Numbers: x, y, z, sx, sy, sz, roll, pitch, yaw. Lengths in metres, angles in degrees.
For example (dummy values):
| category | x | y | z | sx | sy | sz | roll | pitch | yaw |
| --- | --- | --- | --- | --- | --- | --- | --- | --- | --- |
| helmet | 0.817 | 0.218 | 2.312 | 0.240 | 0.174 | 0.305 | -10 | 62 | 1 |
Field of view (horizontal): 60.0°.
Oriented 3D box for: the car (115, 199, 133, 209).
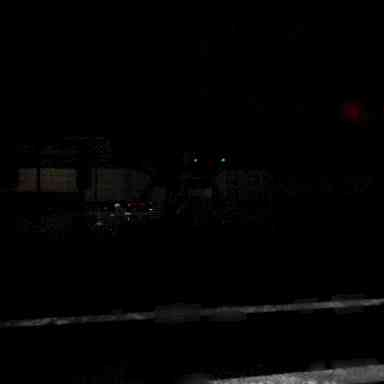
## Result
| category | x | y | z | sx | sy | sz | roll | pitch | yaw |
| --- | --- | --- | --- | --- | --- | --- | --- | --- | --- |
| car | -10.552 | 1.840 | 51.973 | 1.994 | 1.385 | 4.181 | 0 | 0 | 0 |

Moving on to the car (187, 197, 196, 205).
| category | x | y | z | sx | sy | sz | roll | pitch | yaw |
| --- | --- | --- | --- | --- | --- | --- | --- | --- | --- |
| car | -0.018 | 1.764 | 69.030 | 1.837 | 1.490 | 4.892 | 0 | 0 | 0 |

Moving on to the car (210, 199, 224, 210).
| category | x | y | z | sx | sy | sz | roll | pitch | yaw |
| --- | --- | --- | --- | --- | --- | --- | --- | --- | --- |
| car | 3.587 | 1.754 | 48.035 | 2.128 | 1.511 | 4.902 | 0 | 0 | 0 |

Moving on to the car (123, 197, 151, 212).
| category | x | y | z | sx | sy | sz | roll | pitch | yaw |
| --- | --- | --- | --- | --- | --- | --- | --- | --- | --- |
| car | -7.050 | 1.597 | 43.159 | 2.097 | 1.767 | 4.553 | 0 | 0 | 0 |

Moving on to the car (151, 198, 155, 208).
| category | x | y | z | sx | sy | sz | roll | pitch | yaw |
| --- | --- | --- | --- | --- | --- | --- | --- | --- | --- |
| car | -7.055 | 1.628 | 52.002 | 2.097 | 1.767 | 4.553 | 0 | 0 | 0 |

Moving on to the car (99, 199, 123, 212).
| category | x | y | z | sx | sy | sz | roll | pitch | yaw |
| --- | --- | --- | --- | --- | --- | --- | --- | --- | --- |
| car | -10.545 | 1.749 | 43.067 | 1.837 | 1.490 | 4.892 | 0 | 0 | 0 |
